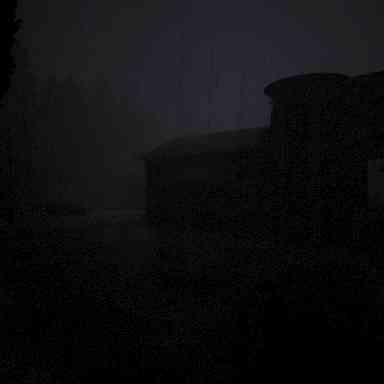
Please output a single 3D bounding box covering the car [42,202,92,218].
[{"bbox_3d":[-11.940,1.696,32.145,2.128,1.511,4.902,-1,0,36],"label":"car"}]
